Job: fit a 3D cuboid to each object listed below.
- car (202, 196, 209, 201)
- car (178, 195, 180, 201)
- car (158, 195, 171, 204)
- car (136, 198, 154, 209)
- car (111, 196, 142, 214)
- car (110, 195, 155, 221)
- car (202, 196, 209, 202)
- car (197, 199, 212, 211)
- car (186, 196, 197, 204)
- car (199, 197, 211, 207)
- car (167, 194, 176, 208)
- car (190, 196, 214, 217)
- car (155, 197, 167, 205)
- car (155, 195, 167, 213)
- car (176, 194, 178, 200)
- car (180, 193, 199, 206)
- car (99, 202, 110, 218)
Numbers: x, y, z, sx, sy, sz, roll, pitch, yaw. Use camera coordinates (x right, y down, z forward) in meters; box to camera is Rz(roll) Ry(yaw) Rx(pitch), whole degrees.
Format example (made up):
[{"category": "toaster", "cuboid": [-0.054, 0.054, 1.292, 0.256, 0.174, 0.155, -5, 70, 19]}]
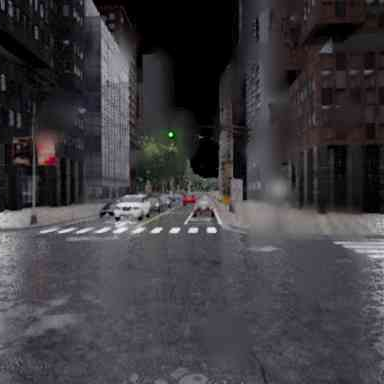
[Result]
[{"category": "car", "cuboid": [3.735, 1.716, 90.914, 2.008, 1.369, 4.403, -1, 0, 3]}, {"category": "car", "cuboid": [-5.020, 1.755, 85.883, 1.887, 1.381, 4.507, -1, 0, 3]}, {"category": "car", "cuboid": [-5.740, 1.477, 69.622, 2.192, 1.841, 5.009, -1, 0, 3]}, {"category": "car", "cuboid": [-6.702, 1.633, 47.768, 1.752, 1.417, 4.829, -1, 0, 3]}, {"category": "car", "cuboid": [-7.175, 1.399, 37.097, 2.192, 1.841, 5.009, -1, 0, 3]}, {"category": "car", "cuboid": [-4.902, 1.268, 28.175, 2.150, 2.045, 5.566, 0, 0, 3]}, {"category": "car", "cuboid": [3.495, 1.693, 85.495, 1.887, 1.381, 4.507, -1, 0, 3]}, {"category": "car", "cuboid": [1.583, 1.615, 42.137, 1.802, 1.307, 4.206, -1, 0, 3]}, {"category": "car", "cuboid": [-0.028, 1.624, 68.232, 2.128, 1.511, 4.902, 0, 0, 3]}, {"category": "car", "cuboid": [2.061, 1.603, 52.976, 1.887, 1.381, 4.507, -1, 0, 3]}, {"category": "car", "cuboid": [-3.993, 1.442, 48.382, 2.097, 1.767, 4.553, 0, 0, 3]}, {"category": "car", "cuboid": [1.103, 1.450, 31.298, 1.967, 1.590, 4.097, -1, 0, 3]}, {"category": "car", "cuboid": [-5.977, 1.730, 64.201, 1.802, 1.307, 4.206, -1, 0, 3]}, {"category": "car", "cuboid": [-4.455, 1.419, 38.191, 2.097, 1.767, 4.553, 0, 0, 3]}, {"category": "car", "cuboid": [-5.262, 1.509, 80.463, 2.192, 1.841, 5.009, -1, 0, 3]}, {"category": "car", "cuboid": [-0.391, 1.311, 57.792, 2.150, 2.045, 5.566, 0, 0, 2]}, {"category": "car", "cuboid": [-7.412, 1.638, 31.676, 1.947, 1.339, 4.313, -1, 0, 3]}]
